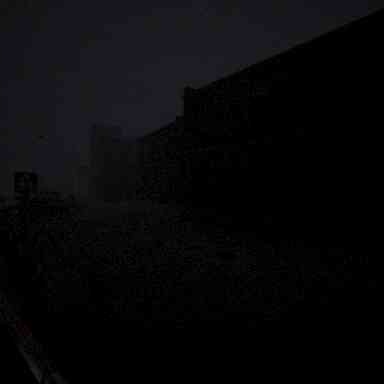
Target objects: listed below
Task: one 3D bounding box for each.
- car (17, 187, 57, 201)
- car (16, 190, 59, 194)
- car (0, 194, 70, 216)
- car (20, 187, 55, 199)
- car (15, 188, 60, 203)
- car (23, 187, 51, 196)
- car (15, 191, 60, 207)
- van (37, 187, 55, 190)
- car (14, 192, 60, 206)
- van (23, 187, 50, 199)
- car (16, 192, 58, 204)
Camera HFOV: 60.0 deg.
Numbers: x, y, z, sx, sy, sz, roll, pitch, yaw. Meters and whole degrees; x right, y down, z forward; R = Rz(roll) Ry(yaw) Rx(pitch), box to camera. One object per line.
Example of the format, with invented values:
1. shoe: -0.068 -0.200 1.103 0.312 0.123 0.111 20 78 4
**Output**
1. car: -23.877 0.366 51.397 5.566 2.045 2.435 1 1 -25
2. car: -14.399 0.927 31.146 4.553 1.767 2.185 1 1 -25
3. car: -12.166 1.161 26.194 4.792 1.488 2.163 1 1 -25
4. car: -27.287 0.208 58.866 5.566 2.045 2.435 1 1 -25
5. car: -21.429 0.480 46.267 5.566 2.045 2.435 1 1 -25
6. car: -34.367 -0.083 73.962 5.566 2.045 2.435 1 1 -25
7. car: -17.917 0.775 38.712 4.553 1.767 2.185 1 1 -25
8. van: -15.758 0.778 33.720 4.442 1.987 1.878 1 1 -25
9. car: -19.176 0.841 41.331 5.008 1.535 2.097 1 1 -25
10. van: -28.591 0.180 61.326 4.442 1.987 1.878 1 1 -25
11. car: -20.284 0.788 43.742 4.892 1.521 2.231 1 1 -25
